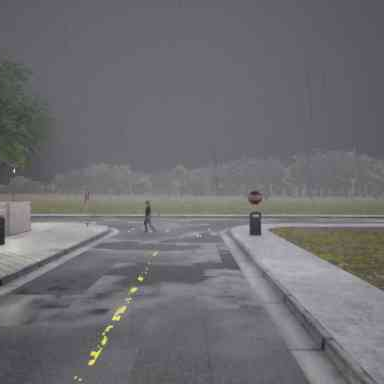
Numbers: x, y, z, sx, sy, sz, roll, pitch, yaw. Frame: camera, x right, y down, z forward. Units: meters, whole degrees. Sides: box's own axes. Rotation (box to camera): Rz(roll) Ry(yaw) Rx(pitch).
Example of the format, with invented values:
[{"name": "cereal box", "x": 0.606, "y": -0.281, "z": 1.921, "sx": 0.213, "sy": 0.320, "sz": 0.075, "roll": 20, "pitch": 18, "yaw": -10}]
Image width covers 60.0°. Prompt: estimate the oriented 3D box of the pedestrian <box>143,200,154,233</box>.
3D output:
[{"name": "pedestrian", "x": -2.371, "y": 1.294, "z": 17.943, "sx": 0.375, "sy": 1.860, "sz": 0.375, "roll": 0, "pitch": 0, "yaw": 0}]
